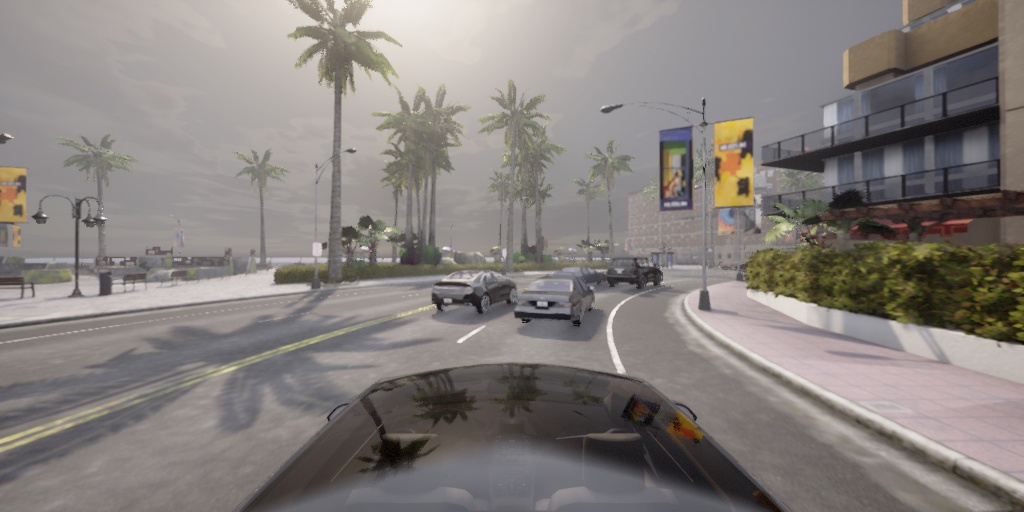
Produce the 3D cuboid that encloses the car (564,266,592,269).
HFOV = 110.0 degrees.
[{"bbox_3d":[4.831,1.412,25.530,2.033,1.411,5.357,0,0,39],"label":"car"}]

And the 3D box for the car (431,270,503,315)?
[{"bbox_3d":[-1.288,1.299,14.167,2.128,1.511,4.902,0,-1,20],"label":"car"}]

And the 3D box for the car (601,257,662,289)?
[{"bbox_3d":[8.374,1.081,24.337,2.150,2.045,5.566,0,0,39],"label":"car"}]

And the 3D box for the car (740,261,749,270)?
[{"bbox_3d":[36.122,1.493,52.294,4.892,1.490,1.837,0,0,-20],"label":"car"}]

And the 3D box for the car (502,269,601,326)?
[{"bbox_3d":[1.614,1.347,12.044,2.033,1.411,5.357,0,0,19],"label":"car"}]
